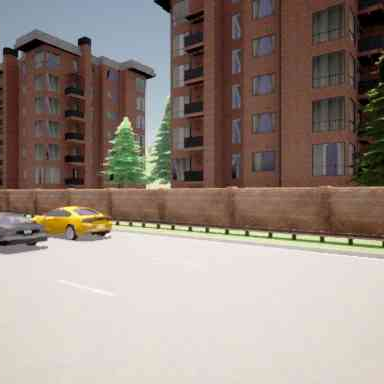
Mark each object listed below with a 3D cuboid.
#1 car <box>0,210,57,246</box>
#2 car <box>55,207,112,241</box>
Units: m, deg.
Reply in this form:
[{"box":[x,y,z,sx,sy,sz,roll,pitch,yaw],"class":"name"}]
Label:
[{"box":[-8.269,1.563,14.066,5.357,1.411,2.033,0,0,36],"class":"car"},{"box":[-6.236,1.484,16.916,5.008,1.535,1.882,0,0,36],"class":"car"}]
